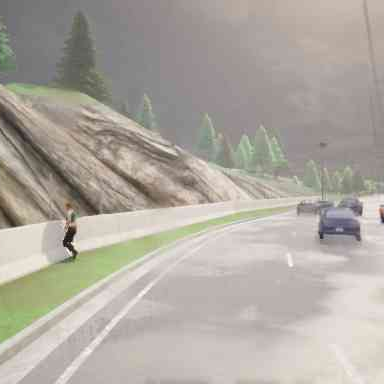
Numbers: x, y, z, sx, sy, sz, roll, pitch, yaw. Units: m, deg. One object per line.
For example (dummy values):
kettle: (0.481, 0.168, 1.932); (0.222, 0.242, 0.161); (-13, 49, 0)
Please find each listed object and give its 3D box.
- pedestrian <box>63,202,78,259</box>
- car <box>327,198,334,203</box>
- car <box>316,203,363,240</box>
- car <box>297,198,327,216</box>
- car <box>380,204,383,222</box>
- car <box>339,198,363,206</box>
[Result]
pedestrian: (-3.771, 1.141, 10.308); (0.375, 1.860, 0.375); (0, 0, 12)
car: (16.619, 1.491, 41.718); (2.128, 1.511, 4.902); (0, 0, 29)
car: (7.530, 1.526, 17.042); (1.812, 1.442, 4.674); (0, 0, 23)
car: (11.648, 1.491, 32.812); (2.128, 1.511, 4.902); (0, 0, 29)
car: (15.692, 1.352, 25.583); (2.097, 1.767, 4.553); (0, 0, 28)
car: (15.778, 1.353, 33.010); (2.097, 1.767, 4.553); (0, 0, 29)
